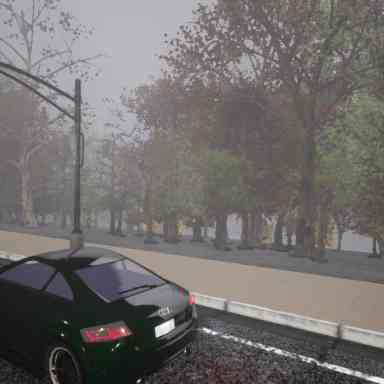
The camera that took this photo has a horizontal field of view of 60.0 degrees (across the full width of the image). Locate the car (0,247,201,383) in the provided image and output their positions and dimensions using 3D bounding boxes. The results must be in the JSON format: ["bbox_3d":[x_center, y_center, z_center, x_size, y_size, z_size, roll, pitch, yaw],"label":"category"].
[{"bbox_3d":[-1.945,1.563,5.073,4.181,1.385,1.994,0,0,36],"label":"car"}]
